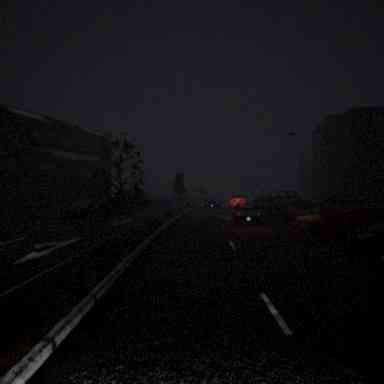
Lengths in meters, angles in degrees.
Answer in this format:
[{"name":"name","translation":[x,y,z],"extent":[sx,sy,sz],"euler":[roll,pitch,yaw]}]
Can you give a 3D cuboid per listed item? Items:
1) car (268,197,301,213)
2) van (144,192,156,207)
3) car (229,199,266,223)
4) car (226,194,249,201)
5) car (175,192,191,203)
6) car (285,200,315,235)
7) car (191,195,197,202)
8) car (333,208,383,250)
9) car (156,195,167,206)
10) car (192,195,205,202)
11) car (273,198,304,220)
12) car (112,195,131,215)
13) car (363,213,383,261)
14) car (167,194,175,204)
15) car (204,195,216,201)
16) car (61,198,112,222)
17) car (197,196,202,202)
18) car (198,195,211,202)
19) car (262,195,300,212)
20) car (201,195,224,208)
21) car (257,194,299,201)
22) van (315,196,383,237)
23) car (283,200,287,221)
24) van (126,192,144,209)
[{"name":"car","translation":[8.637,1.339,25.528],"extent":[4.792,1.488,2.163],"euler":[0,1,5]},{"name":"van","translation":[-6.332,0.958,41.534],"extent":[1.878,1.987,4.442],"euler":[0,0,9]},{"name":"car","translation":[3.848,1.450,23.959],"extent":[1.895,1.301,4.718],"euler":[0,1,4]},{"name":"car","translation":[5.705,1.034,41.689],"extent":[2.097,1.767,4.553],"euler":[0,0,7]},{"name":"car","translation":[-2.446,0.994,63.451],"extent":[2.435,2.045,5.566],"euler":[0,-1,13]},{"name":"car","translation":[7.919,1.384,17.367],"extent":[5.366,1.575,1.946],"euler":[0,1,3]},{"name":"car","translation":[-1.176,1.192,68.913],"extent":[2.185,1.767,4.553],"euler":[0,-1,14]},{"name":"car","translation":[7.904,1.469,11.916],"extent":[4.674,1.452,2.002],"euler":[0,0,2]},{"name":"car","translation":[-5.482,1.205,47.142],"extent":[2.002,1.452,4.674],"euler":[0,0,9]},{"name":"car","translation":[1.640,1.561,79.601],"extent":[2.002,1.452,4.674],"euler":[0,-1,17]},{"name":"car","translation":[8.384,1.367,22.811],"extent":[4.792,1.488,2.163],"euler":[0,1,4]},{"name":"car","translation":[-7.604,1.306,30.611],"extent":[2.163,1.488,4.792],"euler":[0,1,6]},{"name":"car","translation":[7.822,1.475,9.301],"extent":[4.792,1.488,2.163],"euler":[0,0,1]},{"name":"car","translation":[-4.572,1.210,52.609],"extent":[2.002,1.452,4.674],"euler":[0,0,10]},{"name":"car","translation":[4.967,1.623,90.346],"extent":[2.185,1.767,4.553],"euler":[0,-1,19]},{"name":"car","translation":[-8.068,1.328,25.138],"extent":[2.097,1.535,5.008],"euler":[0,1,5]},{"name":"car","translation":[0.199,1.413,74.376],"extent":[2.231,1.521,4.892],"euler":[0,-1,15]},{"name":"car","translation":[3.221,1.662,84.888],"extent":[2.163,1.488,4.792],"euler":[0,-1,18]},{"name":"car","translation":[8.826,1.281,28.254],"extent":[4.892,1.521,2.231],"euler":[0,1,5]},{"name":"car","translation":[2.668,1.289,41.750],"extent":[1.895,1.301,4.718],"euler":[0,0,8]},{"name":"car","translation":[9.349,1.245,33.818],"extent":[4.792,1.488,2.163],"euler":[0,1,7]},{"name":"van","translation":[8.109,1.183,14.622],"extent":[4.442,1.987,1.878],"euler":[0,0,2]},{"name":"car","translation":[8.247,1.404,20.083],"extent":[4.674,1.452,2.002],"euler":[0,1,4]},{"name":"van","translation":[-7.022,0.997,36.038],"extent":[1.878,1.987,4.442],"euler":[0,0,7]}]
